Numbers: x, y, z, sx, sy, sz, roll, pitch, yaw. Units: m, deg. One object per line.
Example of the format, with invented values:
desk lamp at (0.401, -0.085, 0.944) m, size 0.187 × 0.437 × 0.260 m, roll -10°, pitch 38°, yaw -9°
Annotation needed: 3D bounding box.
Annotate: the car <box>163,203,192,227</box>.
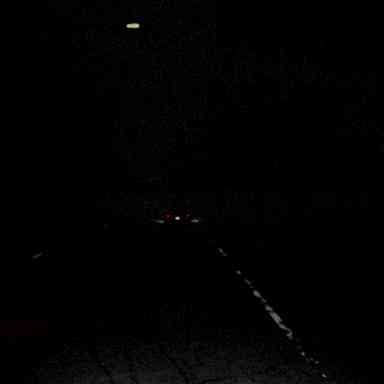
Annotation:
car at (-1.071, 1.748, 24.379) m, size 1.994 × 1.385 × 4.181 m, roll 0°, pitch 0°, yaw -3°
